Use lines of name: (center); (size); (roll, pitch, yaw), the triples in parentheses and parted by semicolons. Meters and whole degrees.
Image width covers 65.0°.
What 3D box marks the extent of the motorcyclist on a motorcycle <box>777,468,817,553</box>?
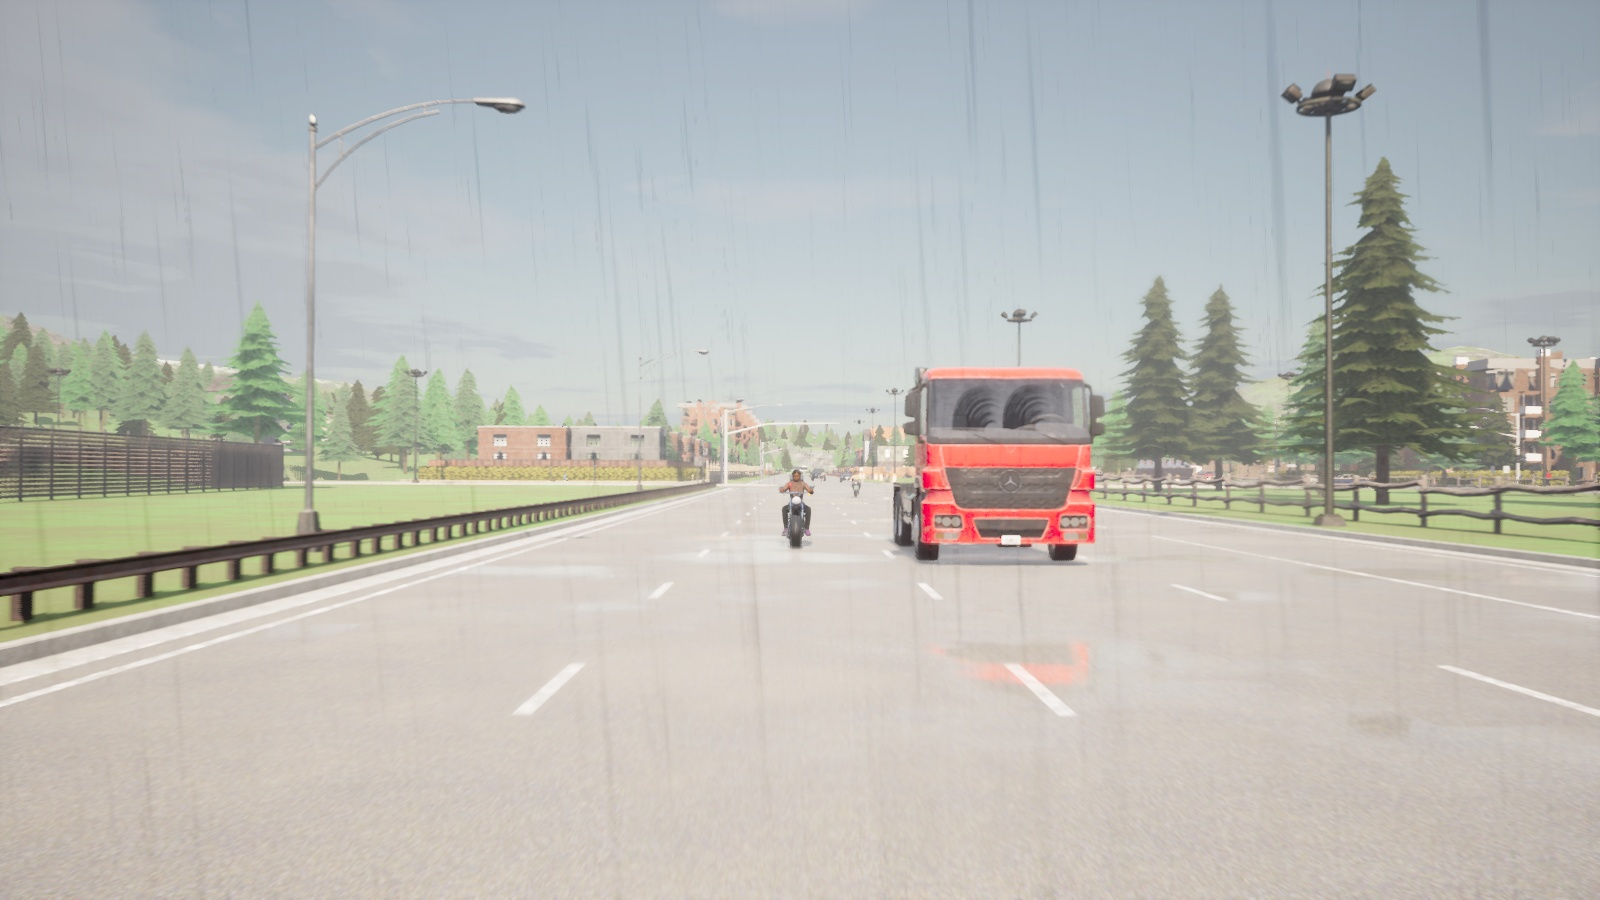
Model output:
motorcyclist on a motorcycle: (-0.063, 1.198, 25.771); (0.766, 1.649, 2.350); (0, -1, 0)

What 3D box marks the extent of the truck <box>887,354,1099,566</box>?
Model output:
truck: (3.436, 0.232, 24.583); (2.891, 3.462, 7.936); (0, -1, 0)
